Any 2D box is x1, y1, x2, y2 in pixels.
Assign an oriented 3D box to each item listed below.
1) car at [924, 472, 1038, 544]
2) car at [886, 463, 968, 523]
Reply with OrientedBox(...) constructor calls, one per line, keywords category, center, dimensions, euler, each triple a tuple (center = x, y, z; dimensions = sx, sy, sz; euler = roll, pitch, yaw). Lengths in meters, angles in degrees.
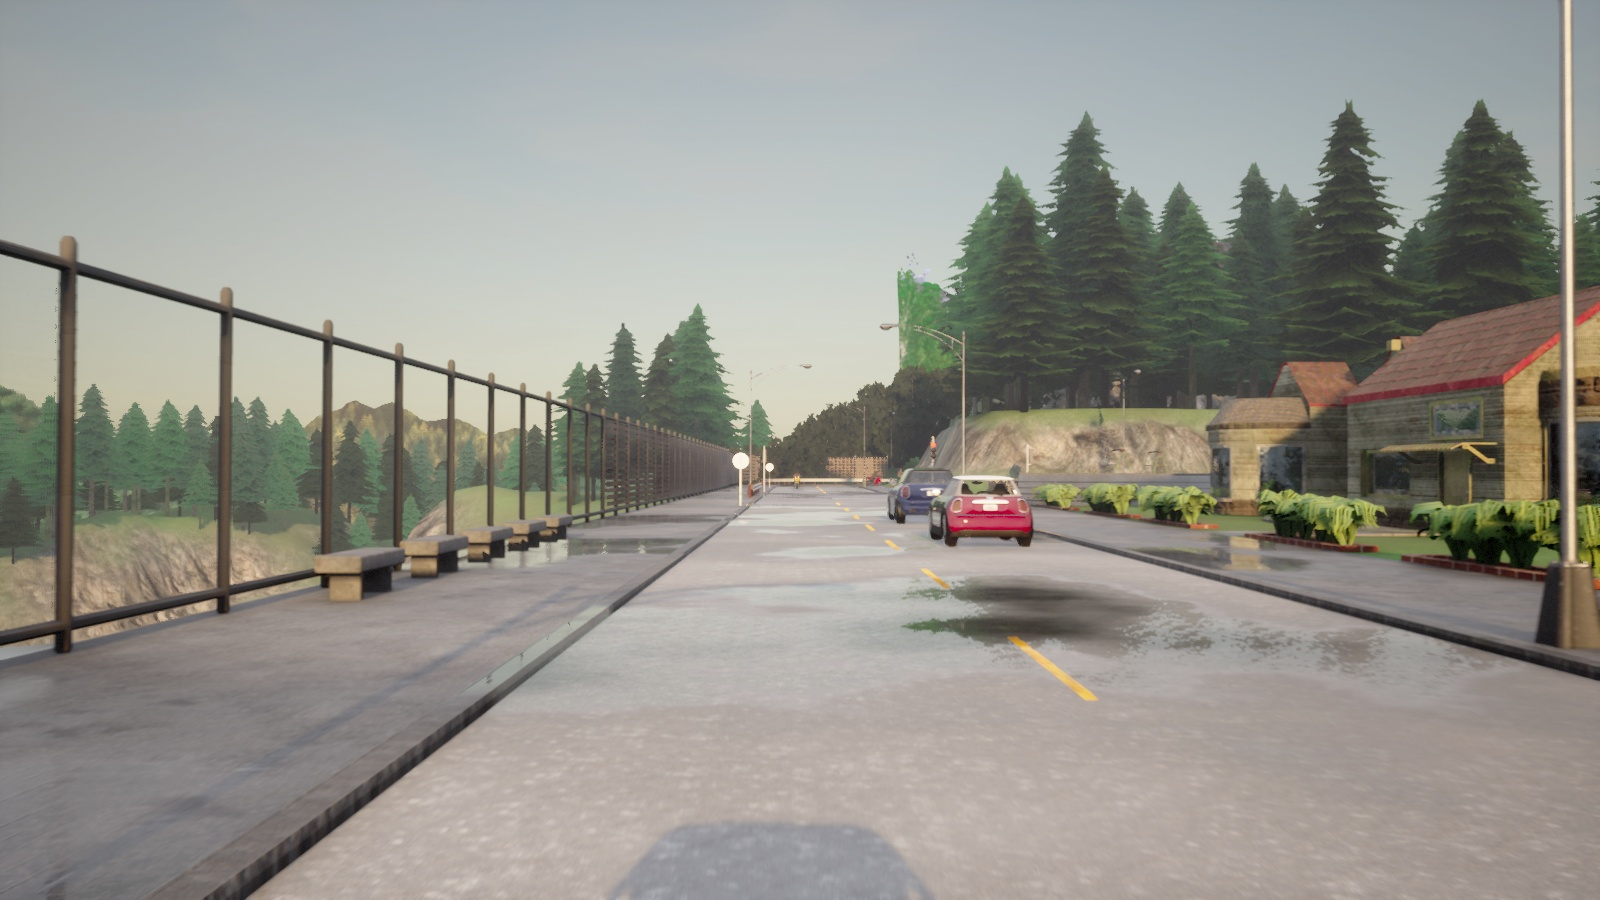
OrientedBox(category="car", center=(3.932, 1.231, 27.859), dimensions=(1.970, 1.475, 3.806), euler=(0, -1, 0))
OrientedBox(category="car", center=(3.907, 1.317, 39.379), dimensions=(2.097, 1.767, 4.553), euler=(0, -1, 0))
